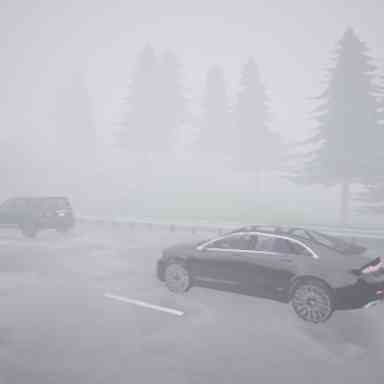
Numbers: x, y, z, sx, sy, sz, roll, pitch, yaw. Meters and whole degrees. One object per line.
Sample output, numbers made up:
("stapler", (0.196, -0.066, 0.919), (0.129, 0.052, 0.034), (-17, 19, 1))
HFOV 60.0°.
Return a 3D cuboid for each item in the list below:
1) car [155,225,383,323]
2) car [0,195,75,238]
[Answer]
("car", (1.390, 1.478, 7.157), (4.902, 1.511, 2.128), (0, 0, 35))
("car", (-8.707, 1.202, 17.770), (5.566, 2.045, 2.150), (0, 0, 31))
